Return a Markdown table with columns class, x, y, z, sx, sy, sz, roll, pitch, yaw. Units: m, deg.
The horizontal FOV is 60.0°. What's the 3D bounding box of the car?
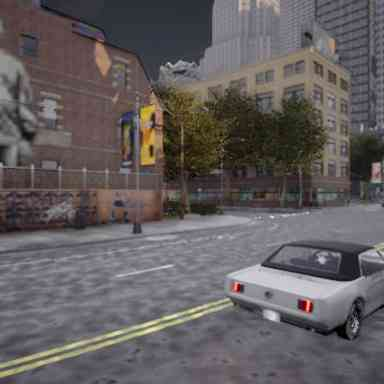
| class | x | y | z | sx | sy | sz | roll | pitch | yaw |
| --- | --- | --- | --- | --- | --- | --- | --- | --- | --- |
| car | 2.876 | 1.627 | 6.633 | 4.718 | 1.301 | 1.895 | 0 | 0 | -42 |
